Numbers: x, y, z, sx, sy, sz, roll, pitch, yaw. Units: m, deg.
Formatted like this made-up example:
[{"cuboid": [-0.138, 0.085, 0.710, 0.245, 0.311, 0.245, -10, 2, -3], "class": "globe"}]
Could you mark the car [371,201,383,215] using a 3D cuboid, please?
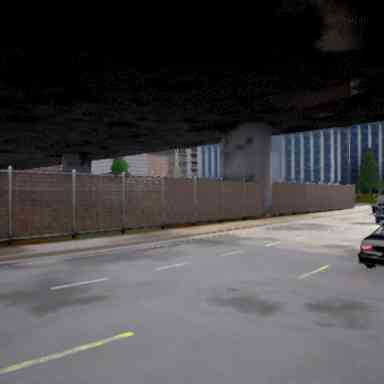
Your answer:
[{"cuboid": [15.086, 1.587, 24.674, 1.812, 1.442, 4.674, -1, 0, 43], "class": "car"}]

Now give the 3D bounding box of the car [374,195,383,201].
[{"cuboid": [21.731, 1.317, 36.866, 2.150, 2.045, 5.566, -1, -1, 43], "class": "car"}]

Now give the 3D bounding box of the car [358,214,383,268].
[{"cuboid": [6.916, 1.572, 10.504, 2.033, 1.411, 5.357, -1, 0, 43], "class": "car"}]
